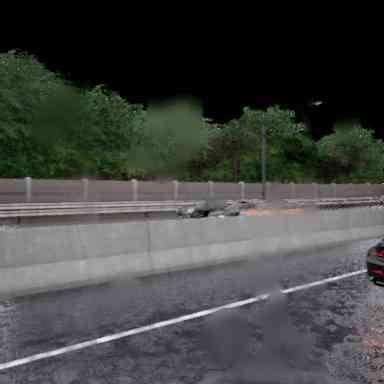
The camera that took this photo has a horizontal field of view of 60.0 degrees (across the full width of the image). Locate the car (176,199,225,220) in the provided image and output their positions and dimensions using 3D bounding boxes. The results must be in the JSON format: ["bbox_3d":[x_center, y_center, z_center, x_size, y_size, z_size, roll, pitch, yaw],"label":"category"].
[{"bbox_3d":[1.001,1.333,26.031,4.553,1.767,2.097,0,0,-35],"label":"car"}]

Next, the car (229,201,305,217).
[{"bbox_3d":[4.832,1.337,20.170,4.553,1.767,2.097,0,0,-35],"label":"car"}]

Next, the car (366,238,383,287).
[{"bbox_3d":[6.116,1.498,8.030,4.892,1.490,1.837,0,0,-35],"label":"car"}]

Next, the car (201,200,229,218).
[{"bbox_3d":[3.345,1.488,23.399,4.892,1.490,1.837,0,0,-35],"label":"car"}]
